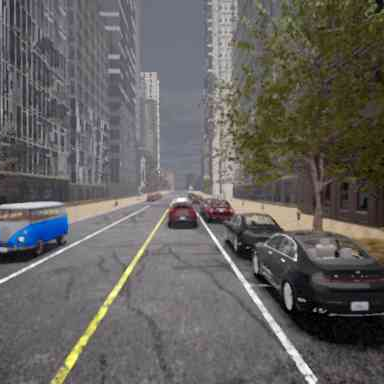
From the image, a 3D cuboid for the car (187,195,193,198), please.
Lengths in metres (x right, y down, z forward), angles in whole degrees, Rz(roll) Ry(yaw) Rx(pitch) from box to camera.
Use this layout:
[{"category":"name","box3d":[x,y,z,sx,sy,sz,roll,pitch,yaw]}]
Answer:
[{"category":"car","box3d":[-1.179,1.347,39.234,1.895,1.301,4.718,0,0,-2]}]

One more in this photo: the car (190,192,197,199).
[{"category":"car","box3d":[0.969,1.181,52.770,1.887,1.381,4.507,0,0,-2]}]

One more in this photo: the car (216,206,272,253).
[{"category":"car","box3d":[2.300,1.459,12.945,2.008,1.369,4.403,0,0,-2]}]

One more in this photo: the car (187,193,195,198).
[{"category":"car","box3d":[-0.362,0.888,92.592,1.947,1.339,4.313,0,0,-2]}]

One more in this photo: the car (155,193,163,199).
[{"category":"car","box3d":[-8.548,0.981,86.632,1.947,1.339,4.313,0,0,-2]}]

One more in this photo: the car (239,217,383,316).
[{"category":"car","box3d":[2.490,1.494,7.256,2.008,1.369,4.403,0,0,-2]}]

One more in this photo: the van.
[{"category":"van","box3d":[-6.077,1.295,12.668,1.690,1.788,3.998,0,0,-2]}]

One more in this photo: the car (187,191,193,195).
[{"category":"car","box3d":[0.398,1.072,69.836,1.947,1.339,4.313,0,0,-2]}]

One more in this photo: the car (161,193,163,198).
[{"category":"car","box3d":[-8.358,1.006,80.942,1.887,1.381,4.507,0,0,-2]}]

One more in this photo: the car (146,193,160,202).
[{"category":"car","box3d":[-7.787,1.140,63.874,1.887,1.381,4.507,0,0,-2]}]

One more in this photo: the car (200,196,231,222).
[{"category":"car","box3d":[1.919,1.274,24.323,1.967,1.590,4.097,0,0,-2]}]

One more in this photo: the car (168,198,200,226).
[{"category":"car","box3d":[-0.627,1.387,22.156,1.812,1.442,4.674,0,0,-2]}]

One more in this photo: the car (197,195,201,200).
[{"category":"car","box3d":[1.729,1.236,30.012,1.967,1.590,4.097,0,0,-2]}]
